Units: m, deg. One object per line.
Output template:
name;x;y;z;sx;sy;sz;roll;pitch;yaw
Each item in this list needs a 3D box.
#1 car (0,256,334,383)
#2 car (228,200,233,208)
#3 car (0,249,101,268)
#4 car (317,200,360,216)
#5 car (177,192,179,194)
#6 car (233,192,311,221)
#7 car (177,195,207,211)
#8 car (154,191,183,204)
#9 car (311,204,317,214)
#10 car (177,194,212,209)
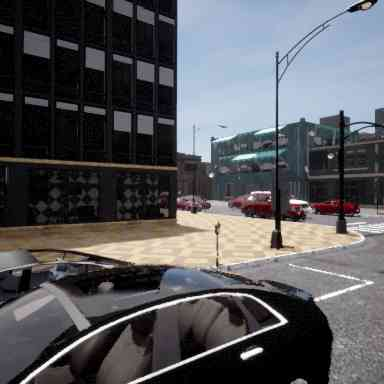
car;-0.773;1.505;2.804;4.892;1.490;1.837;0;0;-35
car;6.032;1.130;38.674;1.967;1.590;4.097;1;0;-36
car;-2.706;1.566;4.624;4.313;1.339;1.947;0;0;-35
car;12.589;1.371;29.728;1.887;1.381;4.507;1;0;-36
car;-0.528;1.101;47.619;2.008;1.369;4.403;1;0;-36
car;5.836;1.101;24.773;2.192;1.841;5.009;1;0;-36
car;-0.729;1.231;33.719;1.802;1.307;4.206;1;0;-36
car;-3.802;0.793;52.091;2.192;1.841;5.009;1;0;-36
car;7.036;1.002;27.496;2.150;2.045;5.566;0;0;-36
car;0.280;1.202;36.712;1.994;1.385;4.181;0;1;-36
